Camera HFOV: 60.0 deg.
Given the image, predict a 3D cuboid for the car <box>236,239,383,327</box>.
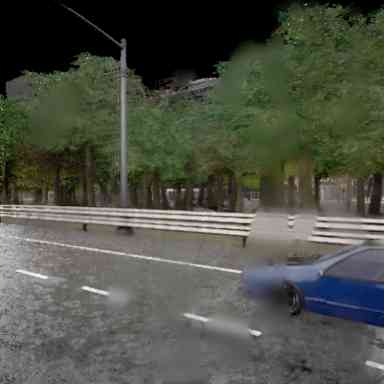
[{"bbox_3d":[3.491,1.548,5.681,5.357,1.411,2.033,0,0,36],"label":"car"}]
